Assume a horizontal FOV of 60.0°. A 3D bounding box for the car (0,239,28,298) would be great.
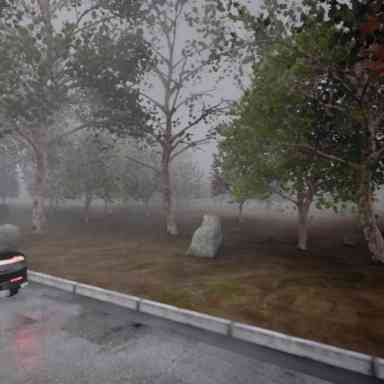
[{"bbox_3d":[-5.563,1.531,7.354,4.902,1.511,2.128,0,0,36],"label":"car"}]
